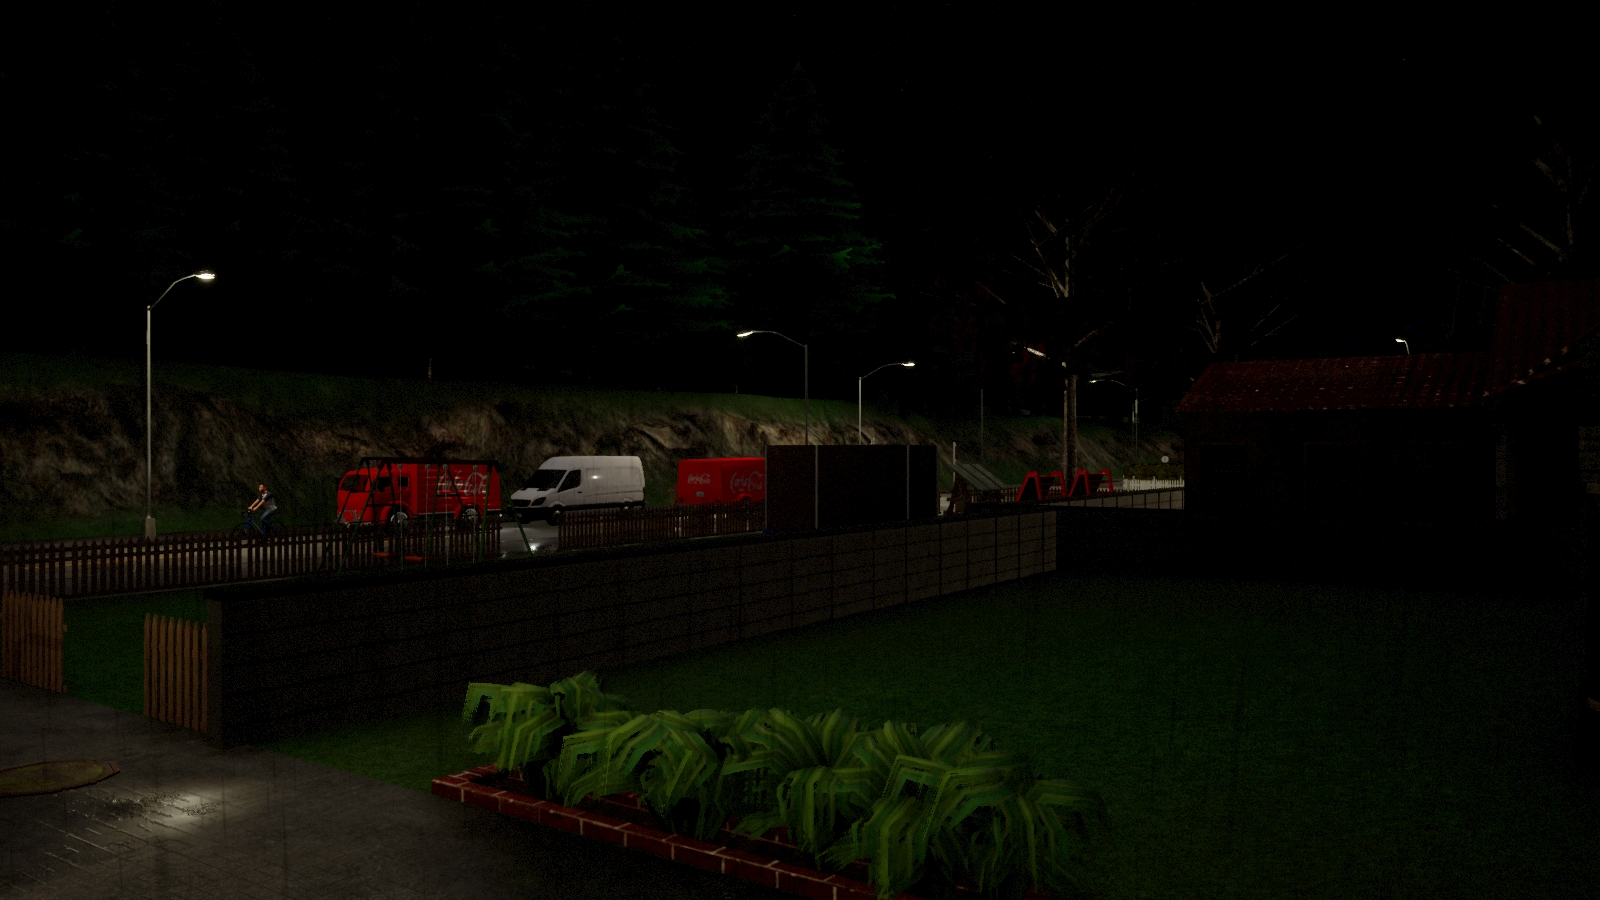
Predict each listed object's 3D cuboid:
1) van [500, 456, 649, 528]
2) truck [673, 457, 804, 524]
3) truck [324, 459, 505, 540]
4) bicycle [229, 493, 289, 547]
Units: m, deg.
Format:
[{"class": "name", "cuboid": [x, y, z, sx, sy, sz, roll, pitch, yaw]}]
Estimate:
[{"class": "van", "cuboid": [-8.627, 1.522, 44.299, 1.988, 2.561, 5.915, 0, 0, 35]}, {"class": "truck", "cuboid": [-2.410, 1.565, 46.230, 2.627, 2.467, 5.204, 0, 1, 35]}, {"class": "truck", "cuboid": [-12.825, 1.556, 38.322, 2.627, 2.467, 5.204, 0, 0, 35]}, {"class": "bicycle", "cuboid": [-15.989, 2.043, 33.811, 0.373, 1.496, 1.643, 0, 0, 35]}]
